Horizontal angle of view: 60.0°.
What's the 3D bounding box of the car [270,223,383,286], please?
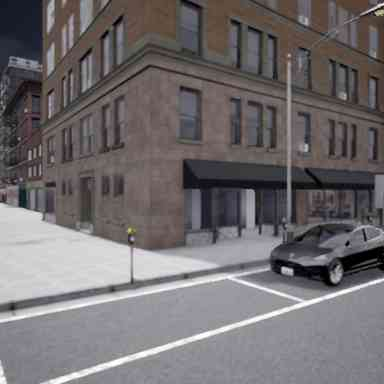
[{"bbox_3d":[4.131,1.596,9.479,4.313,1.339,1.947,0,0,-35],"label":"car"}]
